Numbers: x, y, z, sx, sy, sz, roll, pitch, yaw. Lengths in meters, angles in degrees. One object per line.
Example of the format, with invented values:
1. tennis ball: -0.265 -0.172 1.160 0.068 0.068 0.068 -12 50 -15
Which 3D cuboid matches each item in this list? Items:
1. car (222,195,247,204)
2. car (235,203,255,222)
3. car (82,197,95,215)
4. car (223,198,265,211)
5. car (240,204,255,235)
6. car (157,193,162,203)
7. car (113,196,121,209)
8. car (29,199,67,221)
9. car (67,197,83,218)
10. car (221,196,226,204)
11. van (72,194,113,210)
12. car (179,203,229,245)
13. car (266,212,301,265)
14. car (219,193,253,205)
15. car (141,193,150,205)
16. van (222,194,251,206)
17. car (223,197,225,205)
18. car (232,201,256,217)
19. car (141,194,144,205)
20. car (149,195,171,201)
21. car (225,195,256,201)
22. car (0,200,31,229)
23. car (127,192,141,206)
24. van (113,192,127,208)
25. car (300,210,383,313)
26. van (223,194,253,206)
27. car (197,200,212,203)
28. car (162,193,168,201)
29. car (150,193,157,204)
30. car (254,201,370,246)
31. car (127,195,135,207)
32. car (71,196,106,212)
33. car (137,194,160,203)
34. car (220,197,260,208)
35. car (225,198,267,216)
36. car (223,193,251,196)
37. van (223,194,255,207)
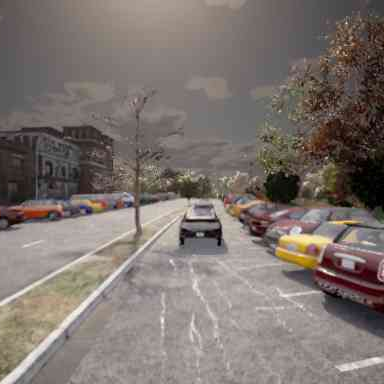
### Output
1. car: 8.410 1.421 66.070 4.553 1.767 2.185 1 0 -16
2. car: 5.205 1.532 18.619 4.792 1.488 2.163 1 0 -17
3. car: -12.290 1.516 32.441 5.008 1.535 2.097 -1 0 -16
4. car: 6.641 1.553 42.317 4.792 1.488 2.163 1 0 -16
5. car: 5.117 1.500 15.675 5.008 1.535 2.097 1 0 -18
6. car: -9.590 1.307 68.455 5.566 2.045 2.435 -1 0 -16
7. car: -11.673 1.558 41.446 4.792 1.488 2.163 -1 0 -16
8. car: -12.627 1.382 26.412 4.553 1.767 2.185 -1 0 -17
9. car: -12.460 1.513 29.427 4.892 1.521 2.231 -1 0 -17
10. car: 6.062 1.513 36.341 5.366 1.575 1.946 1 0 -16
11. van: -11.757 1.297 38.489 4.442 1.987 1.878 -1 0 -16
12. car: 0.418 1.508 15.784 2.128 1.511 4.902 0 0 2
13. car: 5.131 1.496 9.816 5.366 1.575 1.946 1 0 -18
14. car: 8.024 1.290 60.148 5.566 2.045 2.435 1 0 -16
15. car: -10.549 1.294 56.437 5.566 2.045 2.435 -1 0 -16
16. van: 7.662 1.311 57.136 4.442 1.987 1.878 1 0 -16
17. car: 6.032 1.517 33.435 4.892 1.521 2.231 1 0 -16
18. car: 5.393 1.536 21.607 4.792 1.488 2.163 1 0 -17
19. car: -10.749 1.541 53.454 5.008 1.535 2.097 -1 0 -16
20. car: -8.368 1.552 86.429 5.366 1.575 1.946 -1 0 -16
21. car: 5.819 1.387 30.465 4.553 1.767 2.185 1 0 -16
22. car: -12.952 1.499 20.373 5.008 1.535 2.097 -1 0 -18
23. car: -11.000 1.287 50.446 5.566 2.045 2.435 -1 0 -16
24. van: -11.315 1.304 44.498 4.442 1.987 1.878 -1 0 -16
25. car: 4.870 1.368 6.785 4.553 1.767 2.185 1 0 -19
26. van: 7.442 1.308 54.167 4.442 1.987 1.878 1 0 -16
27. car: 1.186 1.540 31.406 1.837 1.490 4.892 0 0 4
28. car: -8.911 1.568 77.444 5.008 1.535 2.097 -1 0 -15
29. car: -10.046 1.300 62.458 5.566 2.045 2.435 -1 0 -16
30. car: 5.064 1.374 12.720 4.553 1.767 2.185 1 0 -18
31. car: -11.200 1.535 47.461 5.008 1.535 2.097 -1 0 -16
32. car: -12.254 1.520 35.389 5.366 1.575 1.946 -1 0 -16
33. car: -9.349 1.436 71.441 4.553 1.767 2.185 -1 0 -16
34. car: 6.930 1.524 48.211 5.366 1.575 1.946 1 0 -16
35. car: 5.662 1.511 27.513 5.008 1.535 2.097 1 0 -16
36. car: 6.479 1.270 39.372 5.566 2.045 2.435 1 0 -16
37. van: 7.222 1.305 51.196 4.442 1.987 1.878 1 0 -16
